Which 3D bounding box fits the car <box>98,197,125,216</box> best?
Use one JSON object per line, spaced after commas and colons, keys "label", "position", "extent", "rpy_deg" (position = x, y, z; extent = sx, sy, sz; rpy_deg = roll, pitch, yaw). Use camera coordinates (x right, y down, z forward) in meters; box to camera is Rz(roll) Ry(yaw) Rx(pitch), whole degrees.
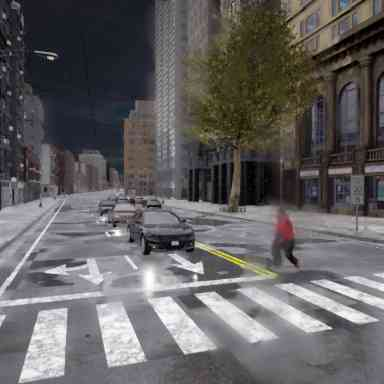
{"label": "car", "position": [-8.180, 1.486, 32.433], "extent": [2.033, 1.411, 5.357], "rpy_deg": [0, 0, -19]}

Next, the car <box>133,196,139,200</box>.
{"label": "car", "position": [-8.857, 1.333, 53.767], "extent": [2.128, 1.511, 4.902], "rpy_deg": [0, 0, -20]}

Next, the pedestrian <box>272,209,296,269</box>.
{"label": "pedestrian", "position": [2.634, 1.282, 9.520], "extent": [0.375, 1.860, 0.375], "rpy_deg": [-1, 1, -20]}

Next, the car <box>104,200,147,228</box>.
{"label": "car", "position": [-4.597, 1.494, 22.452], "extent": [1.812, 1.442, 4.674], "rpy_deg": [0, 0, -20]}

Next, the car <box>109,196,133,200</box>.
{"label": "car", "position": [-10.490, 1.356, 48.999], "extent": [2.128, 1.511, 4.902], "rpy_deg": [0, 0, -20]}

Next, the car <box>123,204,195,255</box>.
{"label": "car", "position": [-1.418, 1.461, 13.613], "extent": [1.882, 1.535, 5.008], "rpy_deg": [0, 0, -20]}

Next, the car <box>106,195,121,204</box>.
{"label": "car", "position": [-13.868, 1.361, 58.379], "extent": [2.033, 1.411, 5.357], "rpy_deg": [0, 0, -19]}

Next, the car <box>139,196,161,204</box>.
{"label": "car", "position": [-5.415, 1.455, 44.369], "extent": [1.994, 1.385, 4.181], "rpy_deg": [0, 0, -19]}
